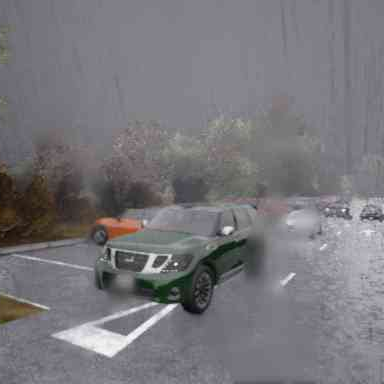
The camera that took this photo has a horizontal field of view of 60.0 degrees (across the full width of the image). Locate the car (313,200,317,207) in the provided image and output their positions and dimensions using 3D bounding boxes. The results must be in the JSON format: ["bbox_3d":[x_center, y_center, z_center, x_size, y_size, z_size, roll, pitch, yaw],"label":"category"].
[{"bbox_3d":[11.590,1.967,38.717,4.792,1.488,2.163,1,1,29],"label":"car"}]

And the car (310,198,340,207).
[{"bbox_3d":[25.354,1.994,63.370,5.008,1.535,2.097,1,1,29],"label":"car"}]

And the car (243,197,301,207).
[{"bbox_3d":[6.085,1.585,28.693,5.566,2.045,2.435,1,0,29],"label":"car"}]

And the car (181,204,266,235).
[{"bbox_3d":[1.991,1.673,21.416,4.892,1.521,2.231,1,0,29],"label":"car"}]

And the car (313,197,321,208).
[{"bbox_3d":[12.961,1.819,41.042,4.553,1.767,2.185,1,1,29],"label":"car"}]

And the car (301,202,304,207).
[{"bbox_3d":[7.436,1.888,31.179,5.008,1.535,2.097,1,-1,29],"label":"car"}]

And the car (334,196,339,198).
[{"bbox_3d":[23.951,2.018,60.918,4.792,1.488,2.163,1,1,29],"label":"car"}]

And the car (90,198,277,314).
[{"bbox_3d":[0.187,1.275,8.288,2.150,2.045,5.566,1,0,30],"label":"car"}]

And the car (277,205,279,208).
[{"bbox_3d":[3.333,1.755,23.756,4.792,1.488,2.163,1,0,29],"label":"car"}]

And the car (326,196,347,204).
[{"bbox_3d":[35.019,1.888,80.622,4.553,1.767,2.185,1,0,29],"label":"car"}]

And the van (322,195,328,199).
[{"bbox_3d":[17.017,1.732,48.624,4.442,1.987,1.878,1,1,29],"label":"van"}]

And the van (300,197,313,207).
[{"bbox_3d":[10.352,1.709,36.172,4.442,1.987,1.878,1,1,29],"label":"van"}]

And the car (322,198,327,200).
[{"bbox_3d":[15.733,1.956,46.104,4.892,1.521,2.231,1,1,29],"label":"car"}]

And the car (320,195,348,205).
[{"bbox_3d":[32.180,1.766,75.587,5.566,2.045,2.435,1,1,29],"label":"car"}]

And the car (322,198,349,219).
[{"bbox_3d":[15.971,1.915,36.495,2.097,1.767,4.553,1,1,30],"label":"car"}]

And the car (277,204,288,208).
[{"bbox_3d":[4.706,1.811,26.223,4.792,1.488,2.163,1,0,29],"label":"car"}]

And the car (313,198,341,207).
[{"bbox_3d":[26.728,2.000,65.837,5.008,1.535,2.097,1,1,29],"label":"car"}]

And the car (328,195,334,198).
[{"bbox_3d":[19.774,1.845,53.407,4.553,1.767,2.185,1,1,29],"label":"car"}]

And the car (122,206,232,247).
[{"bbox_3d":[-0.804,1.559,16.367,5.008,1.535,2.097,1,0,29],"label":"car"}]

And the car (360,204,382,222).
[{"bbox_3d":[18.153,2.233,33.633,1.895,1.301,4.718,1,1,29],"label":"car"}]

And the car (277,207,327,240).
[{"bbox_3d":[6.417,1.830,19.458,1.812,1.442,4.674,1,-1,29],"label":"car"}]

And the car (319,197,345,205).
[{"bbox_3d":[30.833,2.015,73.246,4.892,1.521,2.231,1,1,29],"label":"car"}]

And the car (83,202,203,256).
[{"bbox_3d":[-2.089,1.381,13.996,4.553,1.767,2.185,1,0,29],"label":"car"}]
